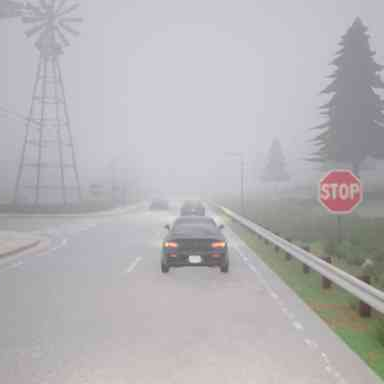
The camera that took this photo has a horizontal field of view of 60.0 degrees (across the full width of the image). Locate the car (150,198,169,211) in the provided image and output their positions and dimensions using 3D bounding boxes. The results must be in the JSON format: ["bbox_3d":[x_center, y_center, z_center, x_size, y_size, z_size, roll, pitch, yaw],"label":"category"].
[{"bbox_3d":[-3.607,1.364,37.293,1.895,1.301,4.718,0,0,0],"label":"car"}]

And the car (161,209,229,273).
[{"bbox_3d":[0.081,1.460,10.372,1.812,1.442,4.674,0,0,0],"label":"car"}]

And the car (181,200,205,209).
[{"bbox_3d":[0.080,1.381,28.797,1.994,1.385,4.181,0,0,0],"label":"car"}]
